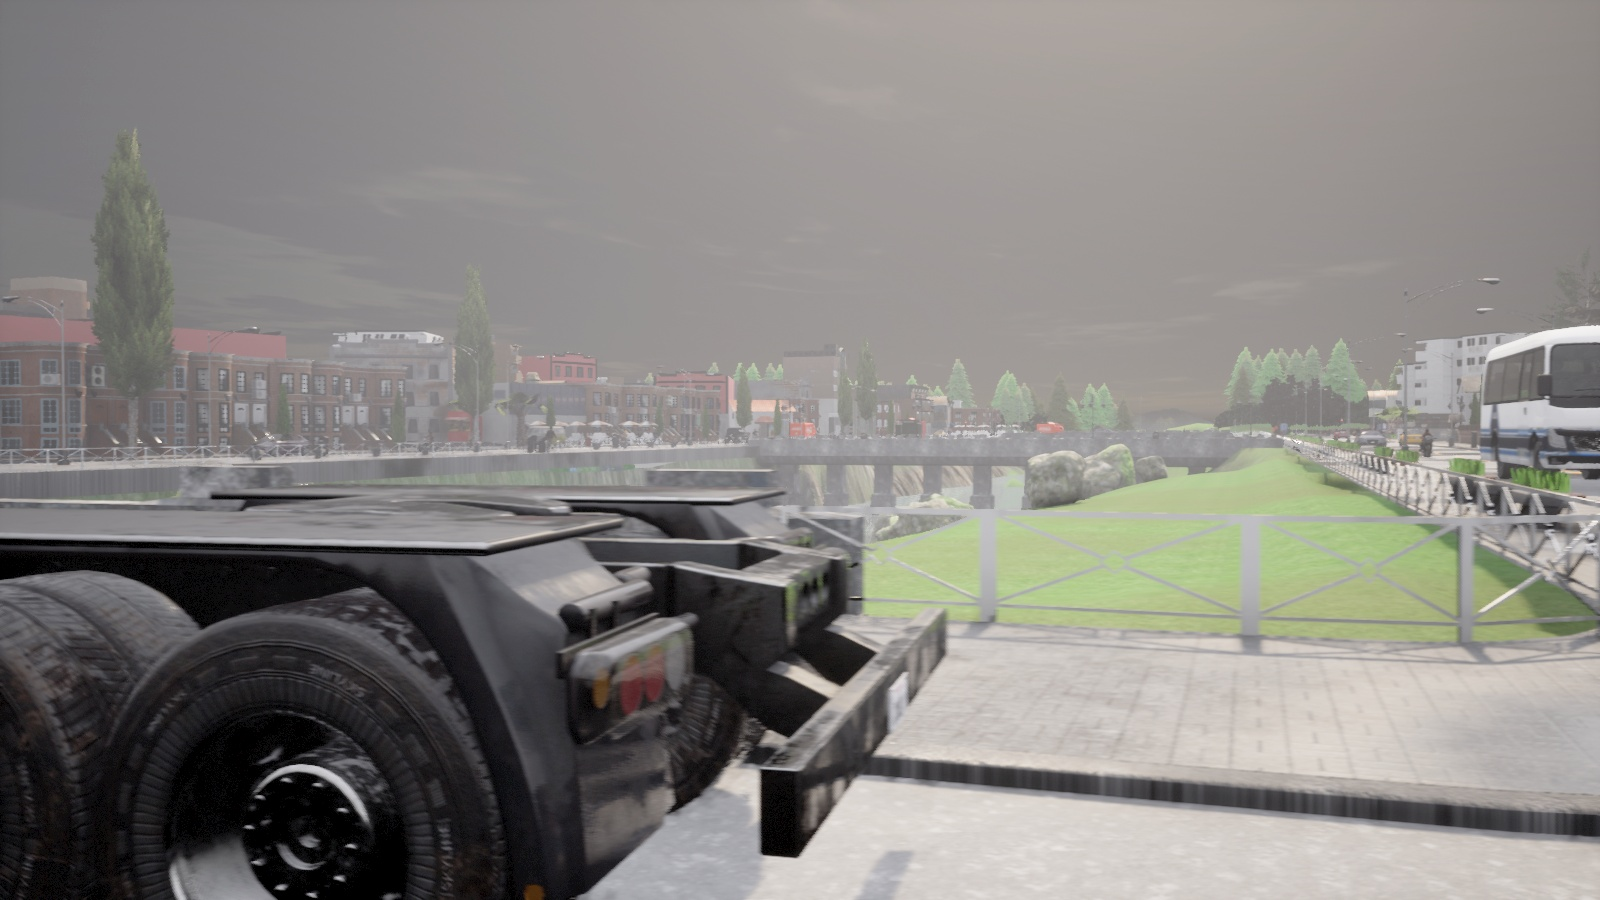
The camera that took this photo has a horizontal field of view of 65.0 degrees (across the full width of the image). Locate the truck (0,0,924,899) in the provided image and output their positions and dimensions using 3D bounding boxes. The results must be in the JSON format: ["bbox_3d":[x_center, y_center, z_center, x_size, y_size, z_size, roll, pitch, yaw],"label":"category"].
[{"bbox_3d":[-3.673,-0.250,5.009,7.936,3.462,2.891,0,1,14],"label":"truck"}]

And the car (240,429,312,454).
[{"bbox_3d":[-32.620,-0.537,78.287,1.816,1.474,4.193,1,1,20],"label":"car"}]

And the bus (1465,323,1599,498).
[{"bbox_3d":[21.711,-1.029,35.195,3.944,4.253,10.273,1,1,20],"label":"bus"}]

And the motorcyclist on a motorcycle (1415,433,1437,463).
[{"bbox_3d":[32.283,-0.102,64.780,0.797,1.523,2.044,1,1,20],"label":"motorcyclist on a motorcycle"}]
